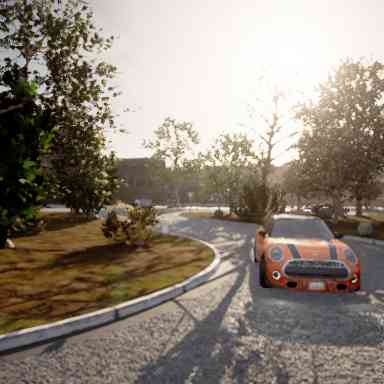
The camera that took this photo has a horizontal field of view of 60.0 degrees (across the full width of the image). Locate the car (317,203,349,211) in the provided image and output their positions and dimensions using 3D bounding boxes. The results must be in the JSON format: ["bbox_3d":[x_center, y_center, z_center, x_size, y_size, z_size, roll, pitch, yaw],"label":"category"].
[{"bbox_3d":[18.459,2.240,44.164,5.008,1.535,1.882,1,0,-8],"label":"car"}]

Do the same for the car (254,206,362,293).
[{"bbox_3d":[2.915,1.425,9.245,2.097,1.767,4.553,1,-1,7],"label":"car"}]

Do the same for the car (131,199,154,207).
[{"bbox_3d":[-6.360,1.650,41.683,2.097,1.767,4.553,1,-1,-28],"label":"car"}]
